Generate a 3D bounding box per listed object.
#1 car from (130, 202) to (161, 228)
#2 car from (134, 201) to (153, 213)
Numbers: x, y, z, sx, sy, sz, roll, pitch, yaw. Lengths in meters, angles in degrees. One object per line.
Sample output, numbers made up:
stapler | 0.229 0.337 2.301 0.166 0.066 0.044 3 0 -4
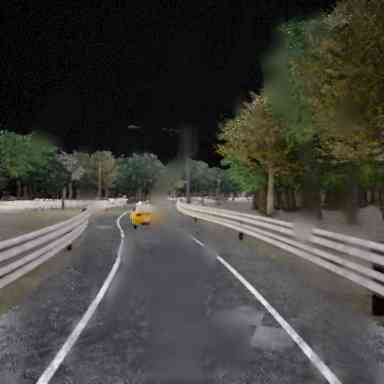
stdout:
car | -3.423 1.675 24.260 1.882 1.535 5.008 0 0 -13
car | -5.867 1.821 40.766 1.895 1.301 4.718 -1 0 -3
